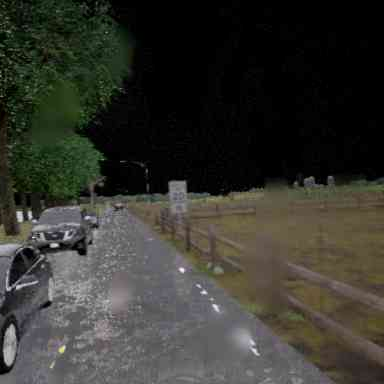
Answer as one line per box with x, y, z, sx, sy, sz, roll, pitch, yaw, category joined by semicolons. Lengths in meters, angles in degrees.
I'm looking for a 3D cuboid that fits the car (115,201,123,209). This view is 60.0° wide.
-20.116;3.527;91.460;2.150;2.045;5.566;-3;-1;-13;car

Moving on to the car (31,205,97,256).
-5.896;1.720;15.451;2.150;2.045;5.566;-3;0;-13;car

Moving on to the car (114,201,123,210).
-17.795;3.636;81.263;1.882;1.535;5.008;-3;-1;-13;car

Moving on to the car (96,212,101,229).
-8.731;2.373;28.164;2.033;1.411;5.357;-3;-1;-12;car

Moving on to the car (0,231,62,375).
-3.698;1.782;5.782;1.837;1.490;4.892;-3;0;-13;car
